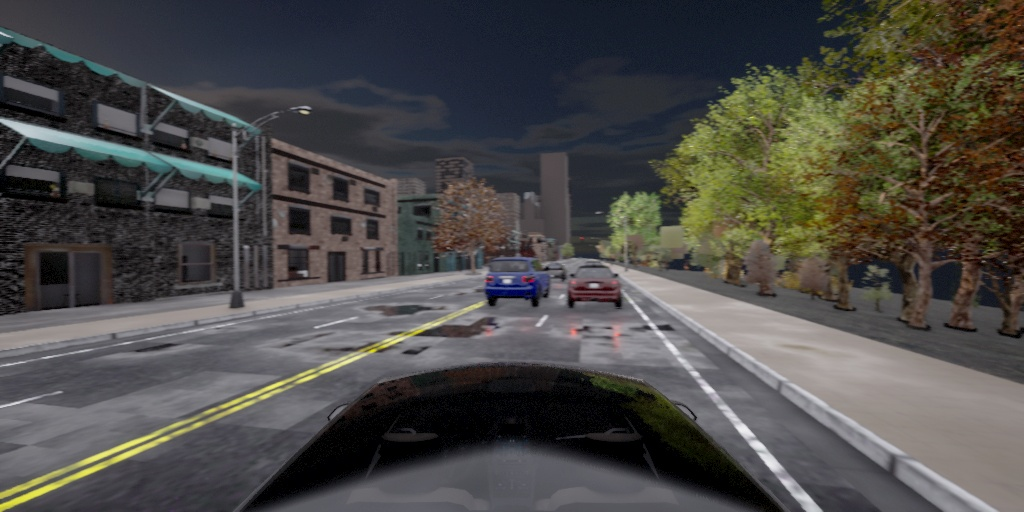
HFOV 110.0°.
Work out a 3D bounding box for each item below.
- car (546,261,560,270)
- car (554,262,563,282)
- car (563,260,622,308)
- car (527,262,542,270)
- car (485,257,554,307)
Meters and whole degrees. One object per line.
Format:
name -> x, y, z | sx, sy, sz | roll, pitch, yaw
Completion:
car -> 7.279, 1.693, 63.312 | 1.994, 1.385, 4.181 | -1, 0, 12
car -> 3.799, 1.421, 31.283 | 2.128, 1.511, 4.902 | -1, 0, 13
car -> 3.596, 1.162, 15.713 | 2.097, 1.767, 4.553 | -1, -1, 13
car -> 4.013, 1.776, 63.553 | 1.895, 1.301, 4.718 | -1, 0, 13
car -> 0.412, 1.073, 16.384 | 2.150, 2.045, 5.566 | -1, 0, 13
